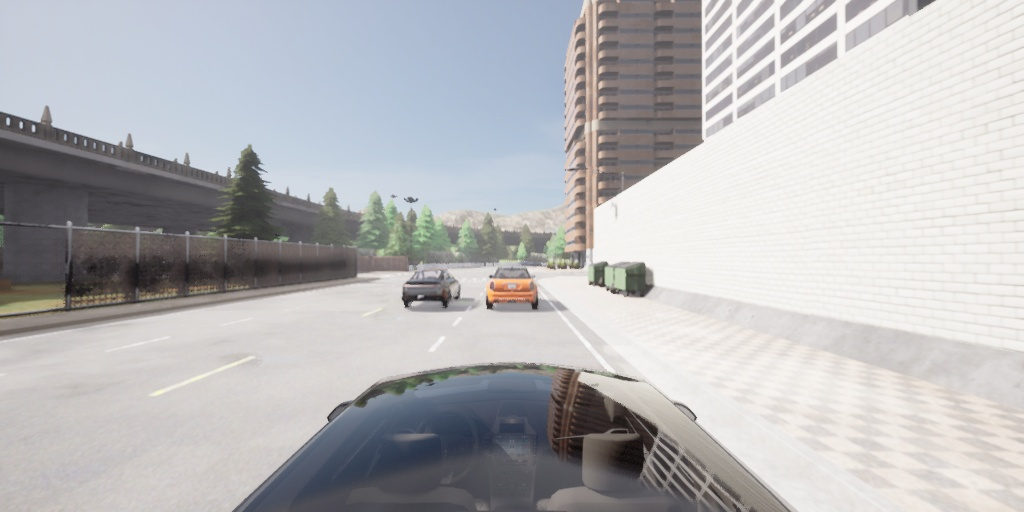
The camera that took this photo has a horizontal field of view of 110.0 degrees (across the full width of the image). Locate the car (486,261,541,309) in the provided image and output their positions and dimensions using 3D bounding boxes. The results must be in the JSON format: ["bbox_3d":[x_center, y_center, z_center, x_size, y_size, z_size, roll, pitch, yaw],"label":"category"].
[{"bbox_3d":[0.006,1.234,15.939,2.097,1.767,4.553,0,-1,0],"label":"car"}]

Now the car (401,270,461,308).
[{"bbox_3d":[-3.492,1.378,16.150,2.128,1.511,4.902,0,0,0],"label":"car"}]
